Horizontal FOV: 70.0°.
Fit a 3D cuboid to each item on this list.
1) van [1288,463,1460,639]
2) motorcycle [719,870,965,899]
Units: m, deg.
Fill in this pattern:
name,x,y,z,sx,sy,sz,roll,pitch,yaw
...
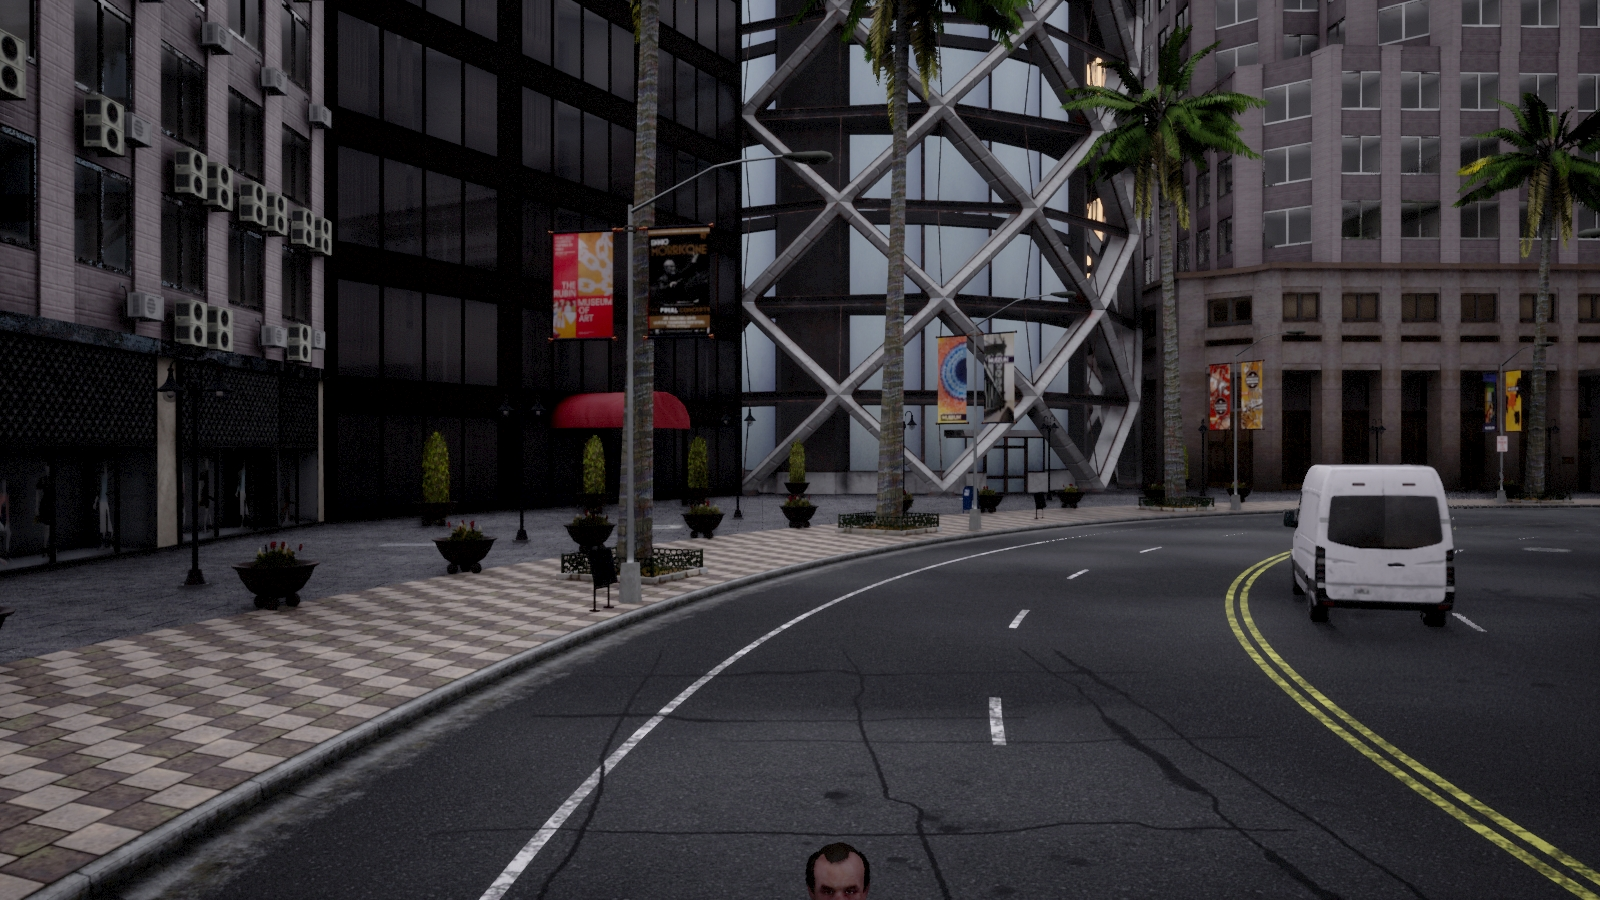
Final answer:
name,x,y,z,sx,sy,sz,roll,pitch,yaw
van,9.883,1.534,20.135,1.988,2.561,5.915,0,0,20
motorcycle,0.124,2.182,3.338,0.856,1.236,1.805,0,0,2
